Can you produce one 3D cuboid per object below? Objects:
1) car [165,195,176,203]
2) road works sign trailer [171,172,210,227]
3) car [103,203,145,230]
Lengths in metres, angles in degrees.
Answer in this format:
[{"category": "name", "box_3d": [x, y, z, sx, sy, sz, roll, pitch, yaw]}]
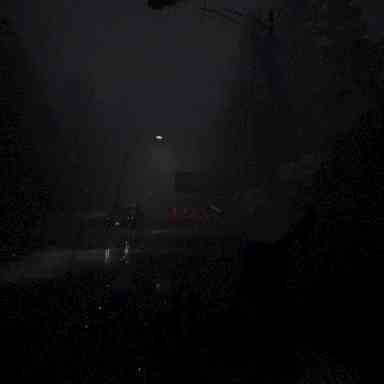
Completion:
[{"category": "car", "box_3d": [-4.172, 1.399, 65.022, 1.882, 1.535, 5.008, 0, 0, 0]}, {"category": "road works sign trailer", "box_3d": [0.013, 0.437, 22.485, 2.380, 3.560, 2.880, 0, 0, 0]}, {"category": "car", "box_3d": [-4.099, 1.467, 20.698, 2.128, 1.511, 4.902, 0, 0, 0]}]
